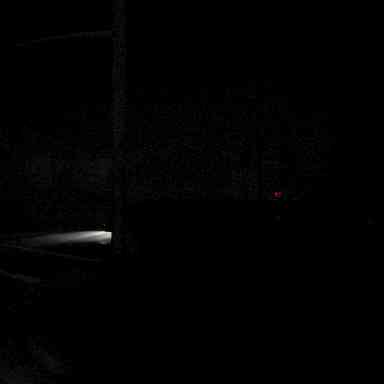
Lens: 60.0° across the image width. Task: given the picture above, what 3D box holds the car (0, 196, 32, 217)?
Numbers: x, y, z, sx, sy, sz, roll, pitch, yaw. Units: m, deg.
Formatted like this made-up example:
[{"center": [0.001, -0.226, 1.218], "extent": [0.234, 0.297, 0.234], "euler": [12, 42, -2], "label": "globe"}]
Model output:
[{"center": [-15.896, 1.338, 26.955], "extent": [2.007, 1.523, 4.514], "euler": [0, 0, 35], "label": "car"}]

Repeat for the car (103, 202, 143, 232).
[{"center": [-3.335, 1.563, 20.321], "extent": [1.994, 1.385, 4.181], "euler": [0, 0, 35], "label": "car"}]

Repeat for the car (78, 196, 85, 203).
[{"center": [-18.573, 1.074, 60.400], "extent": [1.905, 1.878, 3.866], "euler": [0, 0, 35], "label": "car"}]

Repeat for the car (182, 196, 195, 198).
[{"center": [-0.870, 1.372, 48.215], "extent": [1.845, 1.501, 3.633], "euler": [0, 0, 35], "label": "car"}]

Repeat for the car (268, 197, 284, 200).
[{"center": [9.539, 1.351, 38.818], "extent": [2.097, 1.767, 4.553], "euler": [0, 0, 35], "label": "car"}]

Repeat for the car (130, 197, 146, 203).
[{"center": [-7.589, 1.383, 43.878], "extent": [1.970, 1.475, 3.806], "euler": [0, 0, 35], "label": "car"}]

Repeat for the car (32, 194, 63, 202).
[{"center": [-29.019, 1.150, 67.788], "extent": [2.152, 1.636, 5.027], "euler": [0, 0, 35], "label": "car"}]

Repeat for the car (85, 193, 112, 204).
[{"center": [-15.963, 1.095, 59.059], "extent": [1.932, 1.855, 4.605], "euler": [0, 0, 35], "label": "car"}]

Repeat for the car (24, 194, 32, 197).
[{"center": [-34.445, 1.229, 71.230], "extent": [1.970, 1.475, 3.806], "euler": [0, 0, 35], "label": "car"}]
